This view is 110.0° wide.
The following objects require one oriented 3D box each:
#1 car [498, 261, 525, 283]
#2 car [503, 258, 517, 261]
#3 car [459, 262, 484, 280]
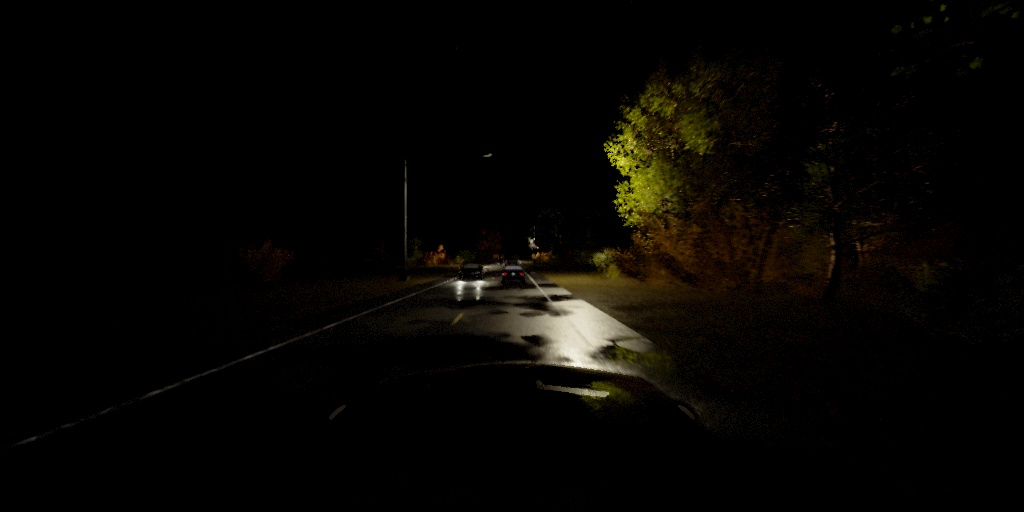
[{"bbox_3d":[0.095,1.368,28.755,2.033,1.411,5.357,0,0,0],"label":"car"},{"bbox_3d":[0.080,1.237,53.367,2.097,1.767,4.553,0,0,0],"label":"car"},{"bbox_3d":[-3.587,1.309,32.313,1.882,1.535,5.008,0,0,0],"label":"car"}]
